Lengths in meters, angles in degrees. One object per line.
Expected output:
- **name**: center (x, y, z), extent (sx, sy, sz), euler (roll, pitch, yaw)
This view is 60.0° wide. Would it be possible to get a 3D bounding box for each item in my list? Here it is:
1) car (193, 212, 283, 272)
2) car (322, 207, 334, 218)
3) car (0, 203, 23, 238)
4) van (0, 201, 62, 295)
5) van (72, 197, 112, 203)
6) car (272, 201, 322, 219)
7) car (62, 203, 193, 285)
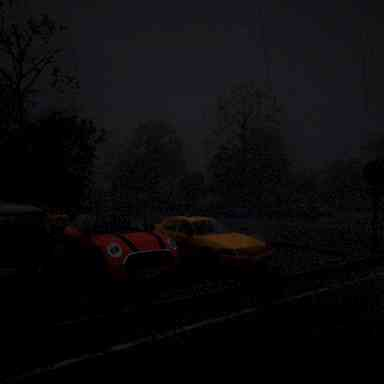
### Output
- **car**: center (0.238, 1.499, 11.257), extent (1.946, 1.575, 5.366), euler (1, 0, -36)
- **car**: center (12.886, 1.824, 35.777), extent (2.185, 1.767, 4.553), euler (2, -1, -36)
- **car**: center (-11.060, 1.471, 18.686), extent (1.946, 1.575, 5.366), euler (0, 0, -36)
- **van**: center (-4.764, 1.245, 8.014), extent (1.878, 1.987, 4.442), euler (0, 0, -36)
- **van**: center (-6.460, 1.282, 21.637), extent (1.878, 1.987, 4.442), euler (1, 0, -36)
- **car**: center (10.340, 1.914, 33.882), extent (2.002, 1.452, 4.674), euler (2, -1, -36)
- **car**: center (-2.253, 1.355, 9.724), extent (2.185, 1.767, 4.553), euler (1, 0, -36)
